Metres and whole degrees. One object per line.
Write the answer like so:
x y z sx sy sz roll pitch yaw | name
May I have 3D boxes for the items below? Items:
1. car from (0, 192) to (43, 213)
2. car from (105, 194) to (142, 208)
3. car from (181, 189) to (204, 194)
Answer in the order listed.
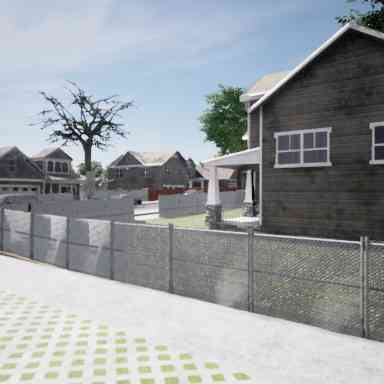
-12.627 0.940 22.880 2.097 1.767 4.553 0 2 35 | car
-6.924 0.917 30.953 1.895 1.301 4.718 0 2 35 | car
-0.058 0.469 40.643 1.882 1.535 5.008 0 2 35 | car
